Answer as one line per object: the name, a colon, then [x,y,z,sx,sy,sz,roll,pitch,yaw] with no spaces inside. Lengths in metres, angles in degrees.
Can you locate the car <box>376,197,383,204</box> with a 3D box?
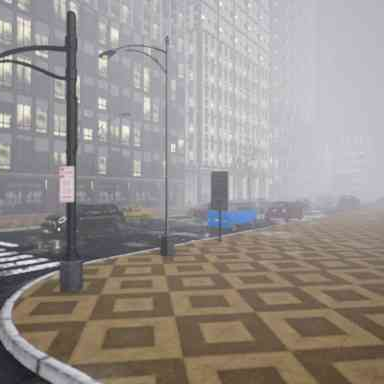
car: [38.047,1.667,66.617,1.947,1.339,4.313,0,0,38]

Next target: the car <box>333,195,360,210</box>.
car: [21.080,1.378,44.573,2.192,1.841,5.009,0,0,38]

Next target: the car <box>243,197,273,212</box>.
car: [8.049,1.489,40.562,1.967,1.590,4.097,0,0,38]

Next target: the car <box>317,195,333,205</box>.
car: [25.017,1.398,62.607,2.192,1.841,5.009,0,0,38]

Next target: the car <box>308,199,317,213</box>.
car: [11.491,1.541,36.155,2.128,1.511,4.902,0,0,38]

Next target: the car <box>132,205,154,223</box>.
car: [-4.846,1.559,24.021,1.752,1.417,4.829,0,0,38]

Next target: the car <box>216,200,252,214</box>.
car: [4.655,1.589,36.153,1.887,1.381,4.507,0,0,38]

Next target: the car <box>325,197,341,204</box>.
car: [28.410,1.642,67.015,2.008,1.369,4.403,0,0,38]

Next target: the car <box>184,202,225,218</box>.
car: [1.262,1.622,31.743,1.802,1.307,4.206,0,0,38]

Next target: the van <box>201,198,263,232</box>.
van: [2.544,1.378,20.307,1.690,1.788,3.998,0,0,38]

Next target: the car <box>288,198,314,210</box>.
car: [14.882,1.583,45.264,1.812,1.442,4.674,0,0,38]

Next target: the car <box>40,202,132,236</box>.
car: [-5.899,1.383,18.396,2.097,1.767,4.553,0,0,38]

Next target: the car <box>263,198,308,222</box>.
car: [7.506,1.483,26.936,1.967,1.590,4.097,0,0,38]

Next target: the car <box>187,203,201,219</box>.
car: [2.010,1.517,28.671,1.882,1.535,5.008,0,0,38]
